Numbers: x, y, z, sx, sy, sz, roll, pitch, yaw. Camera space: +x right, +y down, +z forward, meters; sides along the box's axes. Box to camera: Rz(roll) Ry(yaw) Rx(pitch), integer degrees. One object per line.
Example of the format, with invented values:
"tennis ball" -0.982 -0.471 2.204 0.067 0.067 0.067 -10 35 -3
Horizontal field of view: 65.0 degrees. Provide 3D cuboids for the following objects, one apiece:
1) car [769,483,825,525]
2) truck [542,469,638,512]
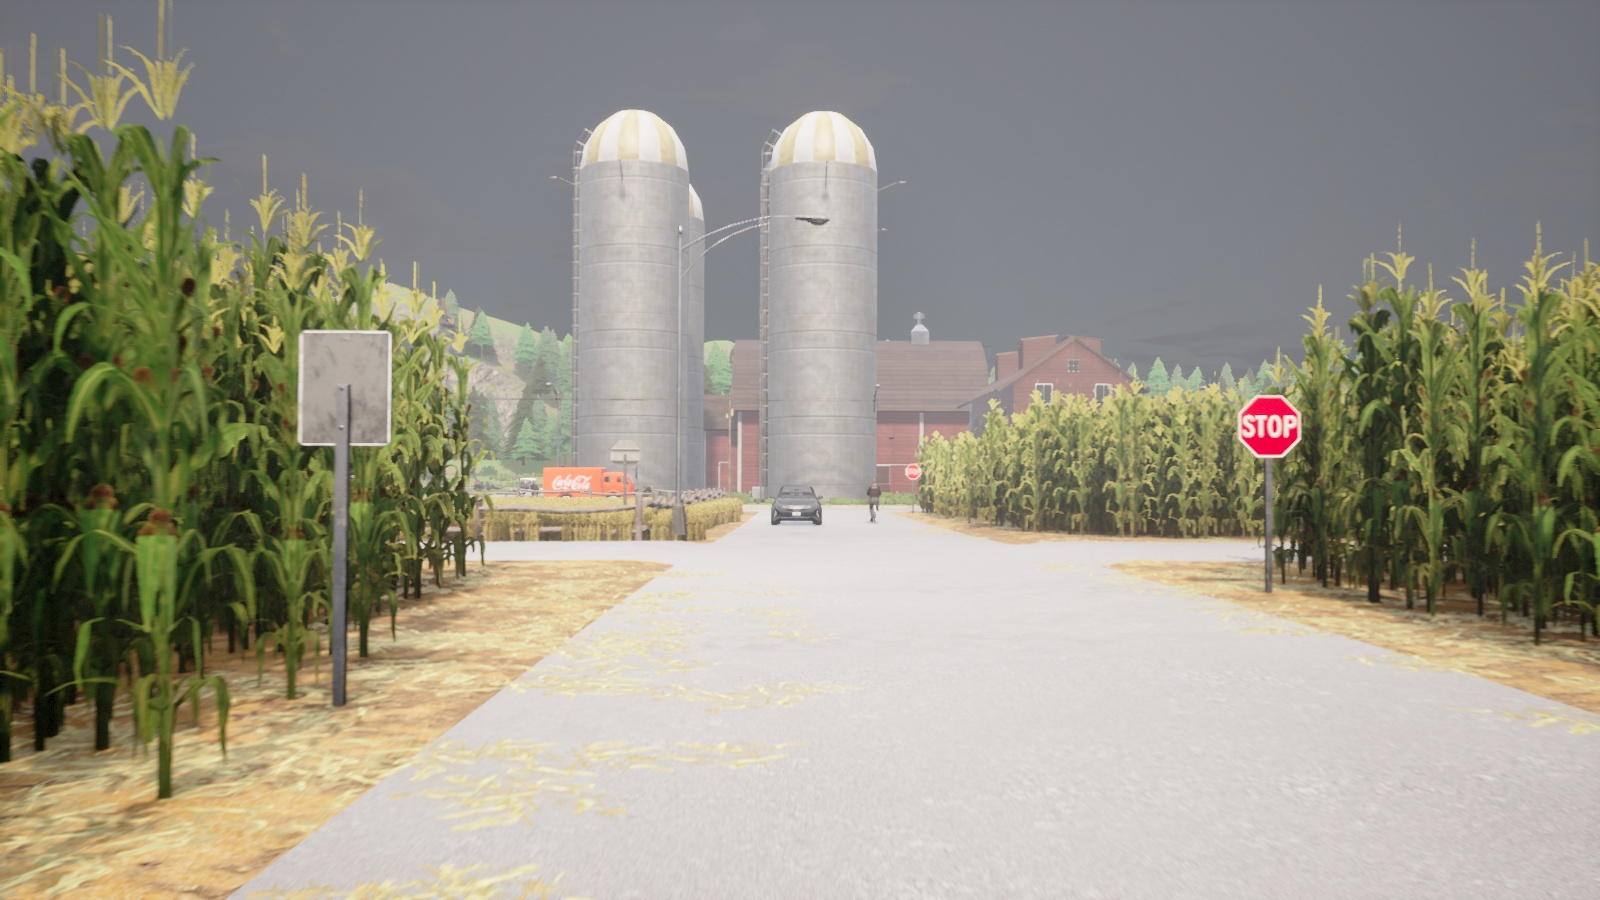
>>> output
"car" -0.115 2.059 48.148 2.007 1.525 4.514 0 -2 0
"truck" -12.220 2.350 73.402 5.204 2.467 2.627 0 -1 0
